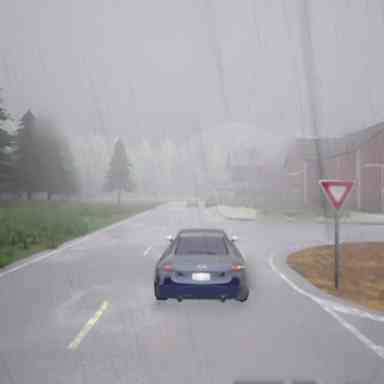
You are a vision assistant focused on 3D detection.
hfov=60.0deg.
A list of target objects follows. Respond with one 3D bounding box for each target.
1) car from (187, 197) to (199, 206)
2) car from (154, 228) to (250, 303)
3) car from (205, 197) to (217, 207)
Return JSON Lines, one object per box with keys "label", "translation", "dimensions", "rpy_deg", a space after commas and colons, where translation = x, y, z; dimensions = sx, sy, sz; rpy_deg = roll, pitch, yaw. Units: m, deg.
{"label": "car", "translation": [0.123, 1.675, 57.515], "dimensions": [1.882, 1.535, 5.008], "rpy_deg": [0, 0, 0]}
{"label": "car", "translation": [0.252, 1.593, 8.357], "dimensions": [1.994, 1.385, 4.181], "rpy_deg": [0, 0, 2]}
{"label": "car", "translation": [2.994, 1.639, 53.581], "dimensions": [1.816, 1.474, 4.193], "rpy_deg": [-6, 0, -2]}
